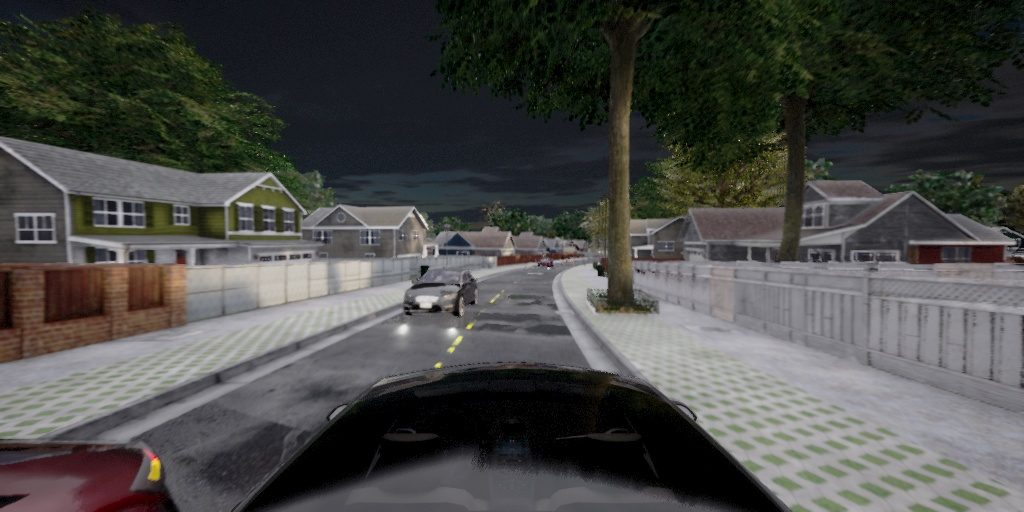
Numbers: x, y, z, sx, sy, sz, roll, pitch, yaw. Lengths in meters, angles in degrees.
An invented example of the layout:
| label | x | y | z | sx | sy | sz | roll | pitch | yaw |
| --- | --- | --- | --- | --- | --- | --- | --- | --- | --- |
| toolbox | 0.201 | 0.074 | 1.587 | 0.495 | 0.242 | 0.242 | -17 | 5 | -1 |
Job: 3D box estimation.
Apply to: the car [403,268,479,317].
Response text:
| label | x | y | z | sx | sy | sz | roll | pitch | yaw |
| --- | --- | --- | --- | --- | --- | --- | --- | --- | --- |
| car | -2.417 | 1.215 | 13.159 | 2.128 | 1.511 | 4.902 | 0 | 0 | 4 |

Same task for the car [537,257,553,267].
| label | x | y | z | sx | sy | sz | roll | pitch | yaw |
| --- | --- | --- | --- | --- | --- | --- | --- | --- | --- |
| car | 5.407 | 0.996 | 57.966 | 1.882 | 1.535 | 5.008 | 1 | 1 | 17 |

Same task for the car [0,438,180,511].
| label | x | y | z | sx | sy | sz | roll | pitch | yaw |
| --- | --- | --- | --- | --- | --- | --- | --- | --- | --- |
| car | -2.766 | 1.308 | 0.180 | 1.994 | 1.385 | 4.181 | 0 | 0 | 0 |
